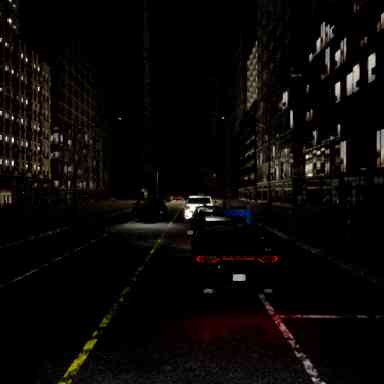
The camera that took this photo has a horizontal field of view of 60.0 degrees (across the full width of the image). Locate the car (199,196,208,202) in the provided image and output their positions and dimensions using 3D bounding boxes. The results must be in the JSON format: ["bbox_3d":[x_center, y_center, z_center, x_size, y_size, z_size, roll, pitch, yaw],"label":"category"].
[{"bbox_3d":[2.681,1.554,77.750,1.887,1.381,4.507,0,0,0],"label":"car"}]

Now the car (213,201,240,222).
[{"bbox_3d":[2.686,1.526,26.908,1.752,1.417,4.829,0,0,0],"label":"car"}]

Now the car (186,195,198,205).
[{"bbox_3d":[-0.006,1.358,60.130,2.097,1.767,4.553,0,0,0],"label":"car"}]

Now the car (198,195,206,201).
[{"bbox_3d":[2.679,1.555,89.086,1.887,1.381,4.507,0,0,0],"label":"car"}]

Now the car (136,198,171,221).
[{"bbox_3d":[-3.002,1.479,26.991,1.882,1.535,5.008,0,0,0],"label":"car"}]

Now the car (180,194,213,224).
[{"bbox_3d":[0.658,1.224,24.913,2.150,2.045,5.566,0,0,4],"label":"car"}]

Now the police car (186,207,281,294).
[{"bbox_3d":[0.900,1.425,8.913,1.930,1.638,5.238,0,0,0],"label":"police car"}]

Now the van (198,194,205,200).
[{"bbox_3d":[2.679,1.353,94.754,1.690,1.788,3.998,0,0,0],"label":"van"}]

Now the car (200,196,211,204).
[{"bbox_3d":[2.682,1.558,66.414,2.008,1.369,4.403,0,0,0],"label":"car"}]

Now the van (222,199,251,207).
[{"bbox_3d":[2.686,1.342,21.070,1.690,1.788,3.998,0,0,0],"label":"van"}]

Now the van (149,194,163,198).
[{"bbox_3d":[-5.697,1.345,49.411,1.690,1.788,3.998,0,0,0],"label":"van"}]

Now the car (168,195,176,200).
[{"bbox_3d":[-5.702,1.577,94.754,1.947,1.339,4.313,0,0,0],"label":"car"}]

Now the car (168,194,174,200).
[{"bbox_3d":[-5.700,1.323,72.082,2.192,1.841,5.009,0,0,0],"label":"car"}]

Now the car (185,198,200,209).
[{"bbox_3d":[0.014,1.568,46.199,1.994,1.385,4.181,0,0,0],"label":"car"}]

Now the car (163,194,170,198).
[{"bbox_3d":[-5.698,1.557,60.746,2.008,1.369,4.403,0,0,0],"label":"car"}]

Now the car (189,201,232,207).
[{"bbox_3d":[0.899,1.478,18.804,1.882,1.535,5.008,0,0,0],"label":"car"}]

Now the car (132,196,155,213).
[{"bbox_3d":[-5.695,1.528,37.904,1.752,1.417,4.829,0,0,0],"label":"car"}]

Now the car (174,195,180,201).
[{"bbox_3d":[-3.008,1.535,81.049,1.812,1.442,4.674,0,0,0],"label":"car"}]

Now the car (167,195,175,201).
[{"bbox_3d":[-5.701,1.555,89.087,1.887,1.381,4.507,0,0,0],"label":"car"}]
